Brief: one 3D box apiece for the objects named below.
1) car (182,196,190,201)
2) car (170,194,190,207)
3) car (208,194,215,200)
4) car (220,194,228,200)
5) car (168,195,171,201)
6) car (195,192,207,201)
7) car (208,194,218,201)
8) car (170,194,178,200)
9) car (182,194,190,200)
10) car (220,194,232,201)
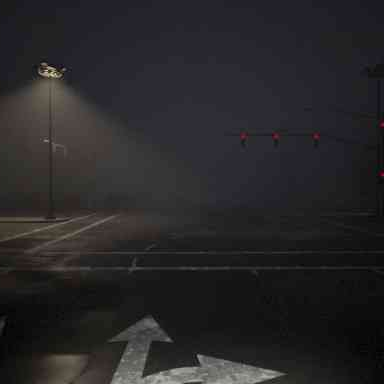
[{"bbox_3d":[-1.569,1.589,83.851,1.895,1.301,4.718,0,0,0],"label":"car"},{"bbox_3d":[-1.755,1.492,51.959,2.128,1.511,4.902,0,0,0],"label":"car"},{"bbox_3d":[5.484,1.356,92.950,1.812,1.442,4.674,0,0,0],"label":"car"},{"bbox_3d":[8.984,1.356,92.930,1.812,1.442,4.674,0,0,0],"label":"car"},{"bbox_3d":[-5.067,1.495,84.258,1.837,1.490,4.892,0,0,0],"label":"car"},{"bbox_3d":[1.928,1.218,83.414,2.150,2.045,5.566,0,0,0],"label":"car"},{"bbox_3d":[5.433,1.590,84.227,1.895,1.301,4.718,0,0,0],"label":"car"},{"bbox_3d":[-5.016,1.385,93.012,1.994,1.385,4.181,0,0,0],"label":"car"},{"bbox_3d":[-1.516,1.357,92.991,2.128,1.511,4.902,0,0,0],"label":"car"},{"bbox_3d":[8.928,1.533,83.343,2.033,1.411,5.357,0,0,0],"label":"car"}]
